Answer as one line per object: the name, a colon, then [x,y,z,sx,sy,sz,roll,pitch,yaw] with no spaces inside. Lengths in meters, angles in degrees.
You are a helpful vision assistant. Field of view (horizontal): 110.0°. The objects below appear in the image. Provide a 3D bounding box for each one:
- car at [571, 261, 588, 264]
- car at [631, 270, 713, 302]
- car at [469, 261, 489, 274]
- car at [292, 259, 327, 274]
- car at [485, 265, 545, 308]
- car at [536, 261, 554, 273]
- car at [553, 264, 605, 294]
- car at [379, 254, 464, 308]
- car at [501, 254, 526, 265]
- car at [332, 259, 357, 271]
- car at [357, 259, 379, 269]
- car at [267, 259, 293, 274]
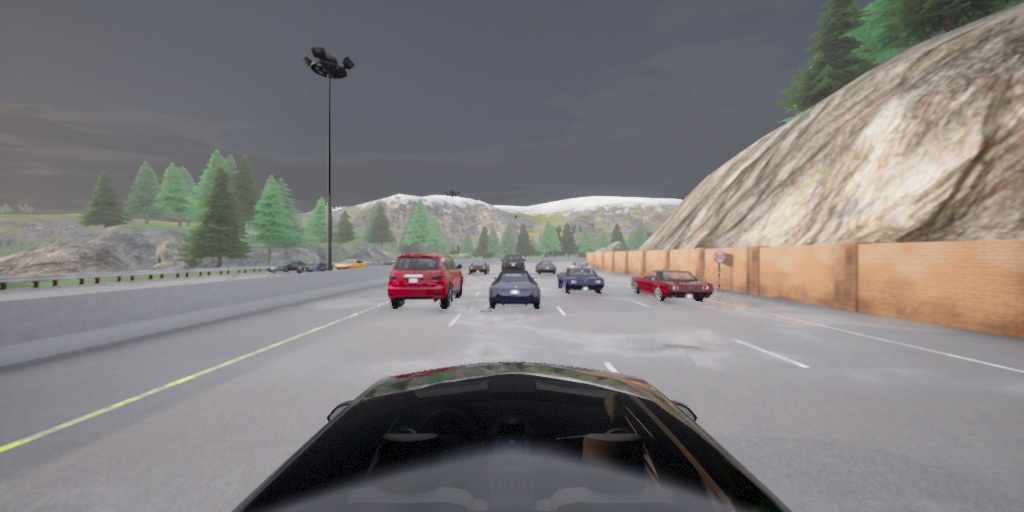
car: [7.105,1.223,38.151,1.895,1.301,4.718,0,0,0]
car: [7.103,1.299,16.554,1.895,1.301,4.718,0,0,0]
car: [-3.395,1.224,37.936,1.895,1.301,4.718,0,0,0]
car: [-21.082,1.185,38.534,1.994,1.385,4.181,0,0,0]
car: [0.102,1.268,14.998,1.994,1.385,4.181,0,0,0]
car: [3.605,1.185,38.678,1.994,1.385,4.181,0,0,0]
car: [3.603,1.288,19.778,1.895,1.301,4.718,0,0,0]
car: [-3.398,0.925,15.039,2.150,2.045,5.566,0,0,0]
car: [0.106,0.859,33.974,2.150,2.045,5.566,0,0,0]
car: [-17.580,1.096,39.263,1.882,1.535,5.008,0,0,0]
car: [-14.084,1.116,38.055,2.128,1.511,4.902,0,0,0]
car: [-24.580,1.110,39.301,2.128,1.511,4.902,0,0,0]
